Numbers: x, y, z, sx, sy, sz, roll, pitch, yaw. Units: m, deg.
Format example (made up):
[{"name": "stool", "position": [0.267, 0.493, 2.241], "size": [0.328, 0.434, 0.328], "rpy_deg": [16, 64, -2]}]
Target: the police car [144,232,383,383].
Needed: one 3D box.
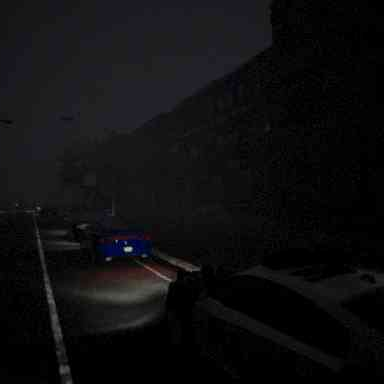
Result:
[{"name": "police car", "position": [1.216, 1.492, 3.914], "size": [1.930, 1.638, 5.238], "rpy_deg": [0, -1, -26]}]

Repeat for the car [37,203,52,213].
[{"name": "car", "position": [-21.824, 2.349, 49.143], "size": [1.895, 1.301, 4.718], "rpy_deg": [0, 0, -26]}]

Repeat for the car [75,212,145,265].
[{"name": "car", "position": [-3.115, 1.708, 12.803], "size": [1.882, 1.535, 5.008], "rpy_deg": [0, -1, -26]}]

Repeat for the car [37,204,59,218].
[{"name": "car", "position": [-16.366, 2.132, 38.005], "size": [2.128, 1.511, 4.902], "rpy_deg": [0, -1, -25]}]

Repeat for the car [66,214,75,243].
[{"name": "car", "position": [-5.743, 1.808, 18.196], "size": [1.882, 1.535, 5.008], "rpy_deg": [0, -1, -26]}]

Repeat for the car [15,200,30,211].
[{"name": "car", "position": [-27.526, 2.125, 54.001], "size": [2.097, 1.767, 4.553], "rpy_deg": [0, 0, -26]}]
